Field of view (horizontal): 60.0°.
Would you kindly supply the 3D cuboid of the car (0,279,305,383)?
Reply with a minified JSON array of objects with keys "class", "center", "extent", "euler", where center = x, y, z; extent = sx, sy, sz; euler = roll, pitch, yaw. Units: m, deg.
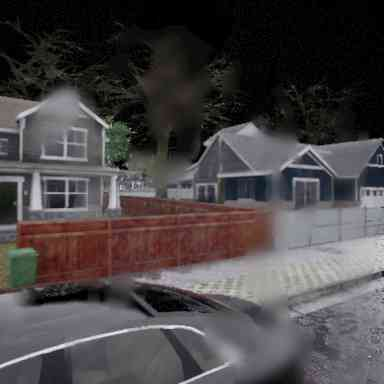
[{"class":"car","center":[-1.301,1.506,2.138],"extent":[4.892,1.490,1.837],"euler":[0,0,-35]}]
